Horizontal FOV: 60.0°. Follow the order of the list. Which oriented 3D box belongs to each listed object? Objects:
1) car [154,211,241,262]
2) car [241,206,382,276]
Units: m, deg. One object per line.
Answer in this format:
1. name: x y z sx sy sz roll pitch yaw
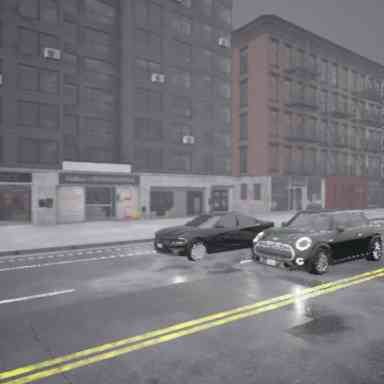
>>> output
1. car: 0.978 1.486 12.366 5.008 1.535 1.882 0 0 -36
2. car: 4.023 1.363 10.546 4.553 1.767 2.097 0 0 -35
